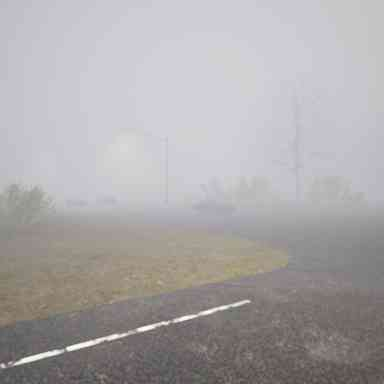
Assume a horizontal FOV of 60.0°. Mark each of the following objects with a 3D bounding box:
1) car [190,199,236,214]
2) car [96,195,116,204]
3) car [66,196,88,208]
[{"bbox_3d":[2.063,1.447,33.659,2.033,1.411,5.357,0,0,-37],"label":"car"},{"bbox_3d":[-14.297,1.273,55.272,1.837,1.490,4.892,0,0,-37],"label":"car"},{"bbox_3d":[-15.851,1.289,45.734,1.882,1.535,5.008,0,0,-37],"label":"car"}]
